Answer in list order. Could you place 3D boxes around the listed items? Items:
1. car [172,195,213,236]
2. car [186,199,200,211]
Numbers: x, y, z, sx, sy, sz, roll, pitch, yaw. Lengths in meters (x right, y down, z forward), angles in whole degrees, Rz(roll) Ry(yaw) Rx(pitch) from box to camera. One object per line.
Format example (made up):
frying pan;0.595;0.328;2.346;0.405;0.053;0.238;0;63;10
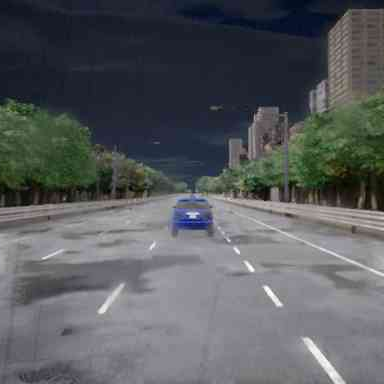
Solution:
car;0.049;1.351;19.387;2.150;2.045;5.566;0;0;0
car;0.136;1.876;48.477;1.837;1.490;4.892;0;0;0
